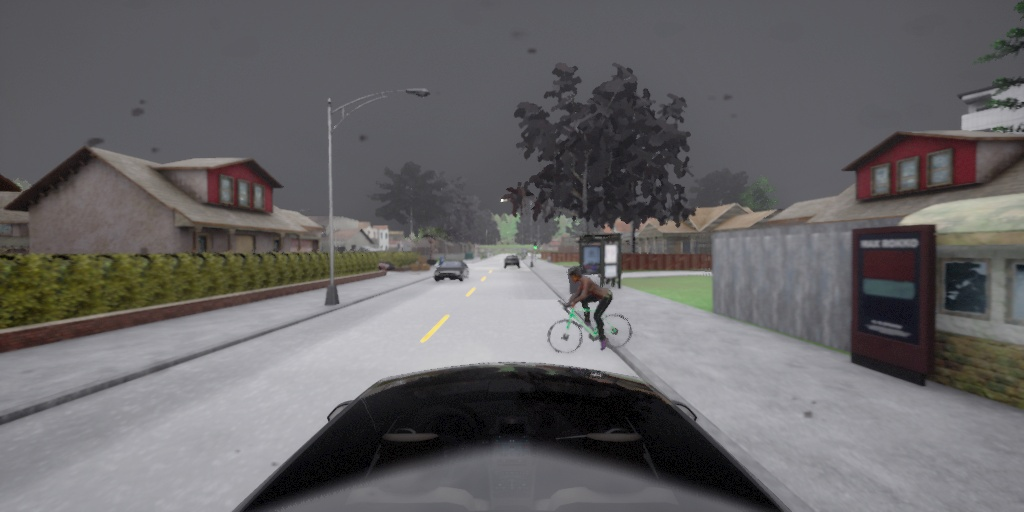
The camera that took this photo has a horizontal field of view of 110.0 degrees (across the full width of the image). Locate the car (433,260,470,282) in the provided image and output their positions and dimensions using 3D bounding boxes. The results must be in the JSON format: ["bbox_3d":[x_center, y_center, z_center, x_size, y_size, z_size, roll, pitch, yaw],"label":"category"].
[{"bbox_3d":[-4.055,1.001,24.936,2.033,1.411,5.357,0,1,0],"label":"car"}]

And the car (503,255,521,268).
[{"bbox_3d":[-0.002,0.630,42.848,1.837,1.490,4.892,0,1,0],"label":"car"}]

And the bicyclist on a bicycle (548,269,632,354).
[{"bbox_3d":[1.461,1.053,6.948,1.656,1.620,0.582,-7,1,0],"label":"bicyclist on a bicycle"}]
